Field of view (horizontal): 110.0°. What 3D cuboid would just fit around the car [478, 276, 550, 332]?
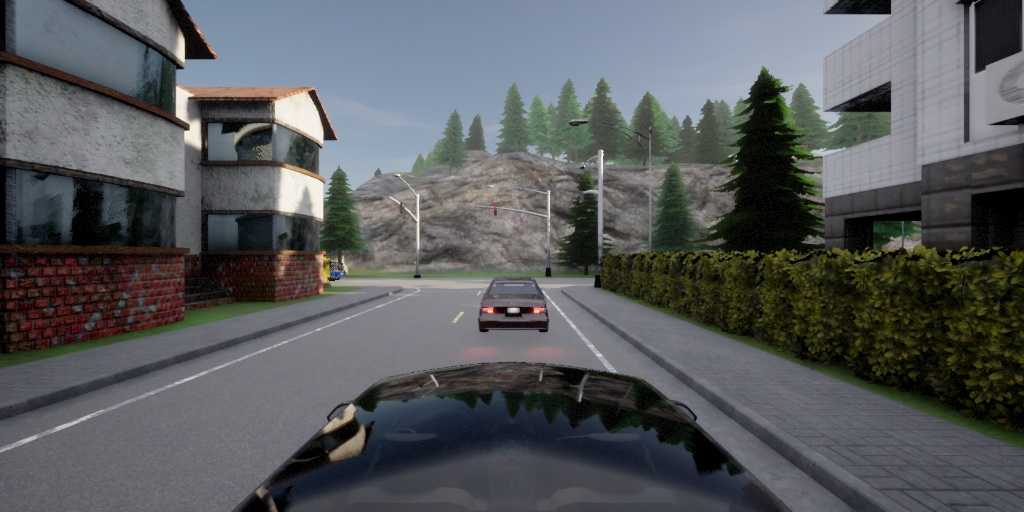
[{"bbox_3d":[0.055,1.297,10.768,2.033,1.411,5.357,0,0,1],"label":"car"}]

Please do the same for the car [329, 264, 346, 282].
[{"bbox_3d":[-15.537,0.969,26.940,5.566,2.045,2.150,0,0,0],"label":"car"}]
